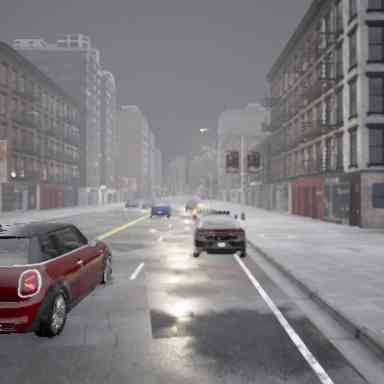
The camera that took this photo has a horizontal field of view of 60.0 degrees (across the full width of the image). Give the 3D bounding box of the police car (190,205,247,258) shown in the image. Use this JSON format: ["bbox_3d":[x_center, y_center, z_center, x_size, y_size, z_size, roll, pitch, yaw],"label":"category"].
[{"bbox_3d":[0.983,1.559,13.565,1.930,1.638,5.238,0,-1,0],"label":"police car"}]

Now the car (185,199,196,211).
[{"bbox_3d":[0.038,2.014,48.587,1.994,1.385,4.181,0,0,1],"label":"car"}]

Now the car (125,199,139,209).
[{"bbox_3d":[-9.794,2.004,54.701,1.837,1.490,4.892,0,-1,0],"label":"car"}]

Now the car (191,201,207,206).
[{"bbox_3d":[0.989,1.688,23.645,1.801,1.575,5.366,0,-1,0],"label":"car"}]

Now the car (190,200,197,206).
[{"bbox_3d":[0.993,1.747,29.645,1.801,1.575,5.366,0,-1,0],"label":"car"}]

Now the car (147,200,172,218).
[{"bbox_3d":[-3.129,1.816,34.676,1.882,1.535,5.008,0,0,0],"label":"car"}]

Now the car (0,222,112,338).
[{"bbox_3d":[-3.145,1.420,6.909,2.097,1.767,4.553,0,-1,0],"label":"car"}]

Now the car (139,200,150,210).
[{"bbox_3d":[-6.557,1.975,51.244,1.837,1.490,4.892,0,0,0],"label":"car"}]

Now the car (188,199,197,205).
[{"bbox_3d":[0.043,2.078,70.011,1.895,1.301,4.718,0,0,0],"label":"car"}]
